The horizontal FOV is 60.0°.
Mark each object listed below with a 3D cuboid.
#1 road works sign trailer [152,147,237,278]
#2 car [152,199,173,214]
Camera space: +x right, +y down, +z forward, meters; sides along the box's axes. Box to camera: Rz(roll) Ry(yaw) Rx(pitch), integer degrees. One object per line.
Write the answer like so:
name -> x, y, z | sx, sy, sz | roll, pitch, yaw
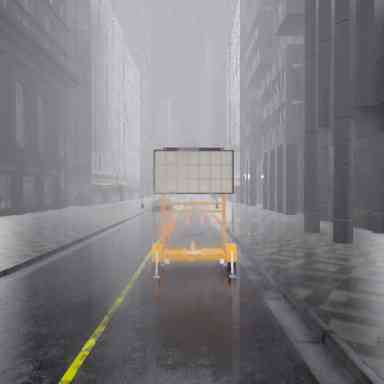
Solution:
road works sign trailer -> 0.047, 0.460, 10.120 | 2.380, 3.560, 2.880 | 0, 0, -1
car -> -3.113, 1.449, 35.319 | 1.882, 1.535, 5.008 | 0, 0, 0
